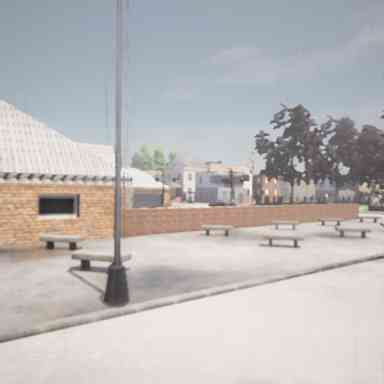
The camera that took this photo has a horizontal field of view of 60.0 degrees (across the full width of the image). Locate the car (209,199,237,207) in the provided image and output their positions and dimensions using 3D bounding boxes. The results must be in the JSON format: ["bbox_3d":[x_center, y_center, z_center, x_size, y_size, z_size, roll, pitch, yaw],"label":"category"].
[{"bbox_3d":[4.913,1.876,53.440,2.033,1.411,5.357,1,0,-36],"label":"car"}]
